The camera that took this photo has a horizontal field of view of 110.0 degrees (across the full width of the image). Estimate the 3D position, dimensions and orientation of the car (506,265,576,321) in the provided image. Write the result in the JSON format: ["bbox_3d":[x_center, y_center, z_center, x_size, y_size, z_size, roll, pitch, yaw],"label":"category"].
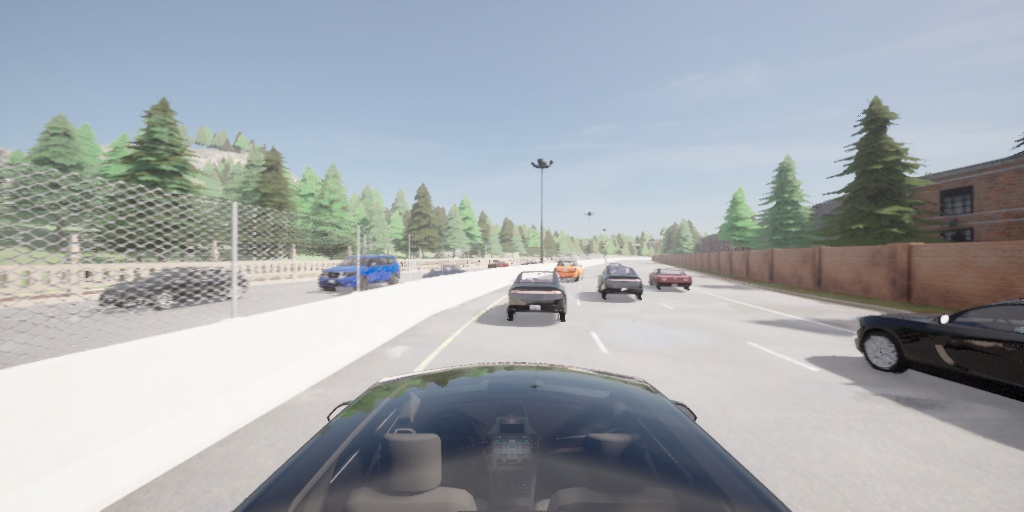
[{"bbox_3d":[0.938,1.247,12.540,2.128,1.511,4.902,0,0,7],"label":"car"}]

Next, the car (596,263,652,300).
[{"bbox_3d":[5.351,1.268,18.086,2.128,1.511,4.902,0,0,11],"label":"car"}]

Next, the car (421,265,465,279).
[{"bbox_3d":[-4.387,1.298,23.719,1.994,1.385,4.181,0,0,13],"label":"car"}]

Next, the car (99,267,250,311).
[{"bbox_3d":[-13.108,1.199,14.383,1.837,1.490,4.892,0,0,7],"label":"car"}]

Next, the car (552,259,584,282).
[{"bbox_3d":[4.766,1.127,30.020,2.097,1.767,4.553,0,0,17],"label":"car"}]

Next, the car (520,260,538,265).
[{"bbox_3d":[2.841,1.372,58.453,1.895,1.301,4.718,0,0,19],"label":"car"}]

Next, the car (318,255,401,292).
[{"bbox_3d":[-8.580,0.936,20.853,2.150,2.045,5.566,0,0,11],"label":"car"}]

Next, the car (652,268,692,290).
[{"bbox_3d":[9.949,1.398,22.871,1.895,1.301,4.718,0,0,14],"label":"car"}]

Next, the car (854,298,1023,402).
[{"bbox_3d":[7.278,1.260,4.599,1.882,1.535,5.008,0,0,2],"label":"car"}]

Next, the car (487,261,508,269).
[{"bbox_3d":[-2.180,1.349,54.478,1.895,1.301,4.718,0,0,19],"label":"car"}]

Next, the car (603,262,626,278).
[{"bbox_3d":[10.101,1.363,35.264,1.994,1.385,4.181,0,0,18],"label":"car"}]
